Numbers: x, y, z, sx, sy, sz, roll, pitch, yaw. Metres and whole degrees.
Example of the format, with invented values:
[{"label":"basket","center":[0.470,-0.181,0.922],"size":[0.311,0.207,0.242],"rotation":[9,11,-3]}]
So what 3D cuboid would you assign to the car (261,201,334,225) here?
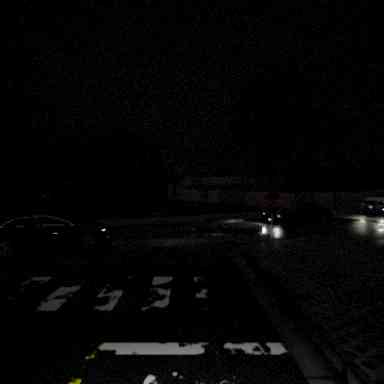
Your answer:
[{"label":"car","center":[7.287,1.335,22.641],"size":[5.357,1.411,2.033],"rotation":[-1,3,-30]}]

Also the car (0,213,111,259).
[{"label":"car","center":[-5.711,1.565,13.022],"size":[4.902,1.511,2.128],"rotation":[-2,1,-22]}]

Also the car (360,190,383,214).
[{"label":"car","center":[16.760,0.836,28.453],"size":[5.566,2.045,2.150],"rotation":[-1,3,-34]}]
